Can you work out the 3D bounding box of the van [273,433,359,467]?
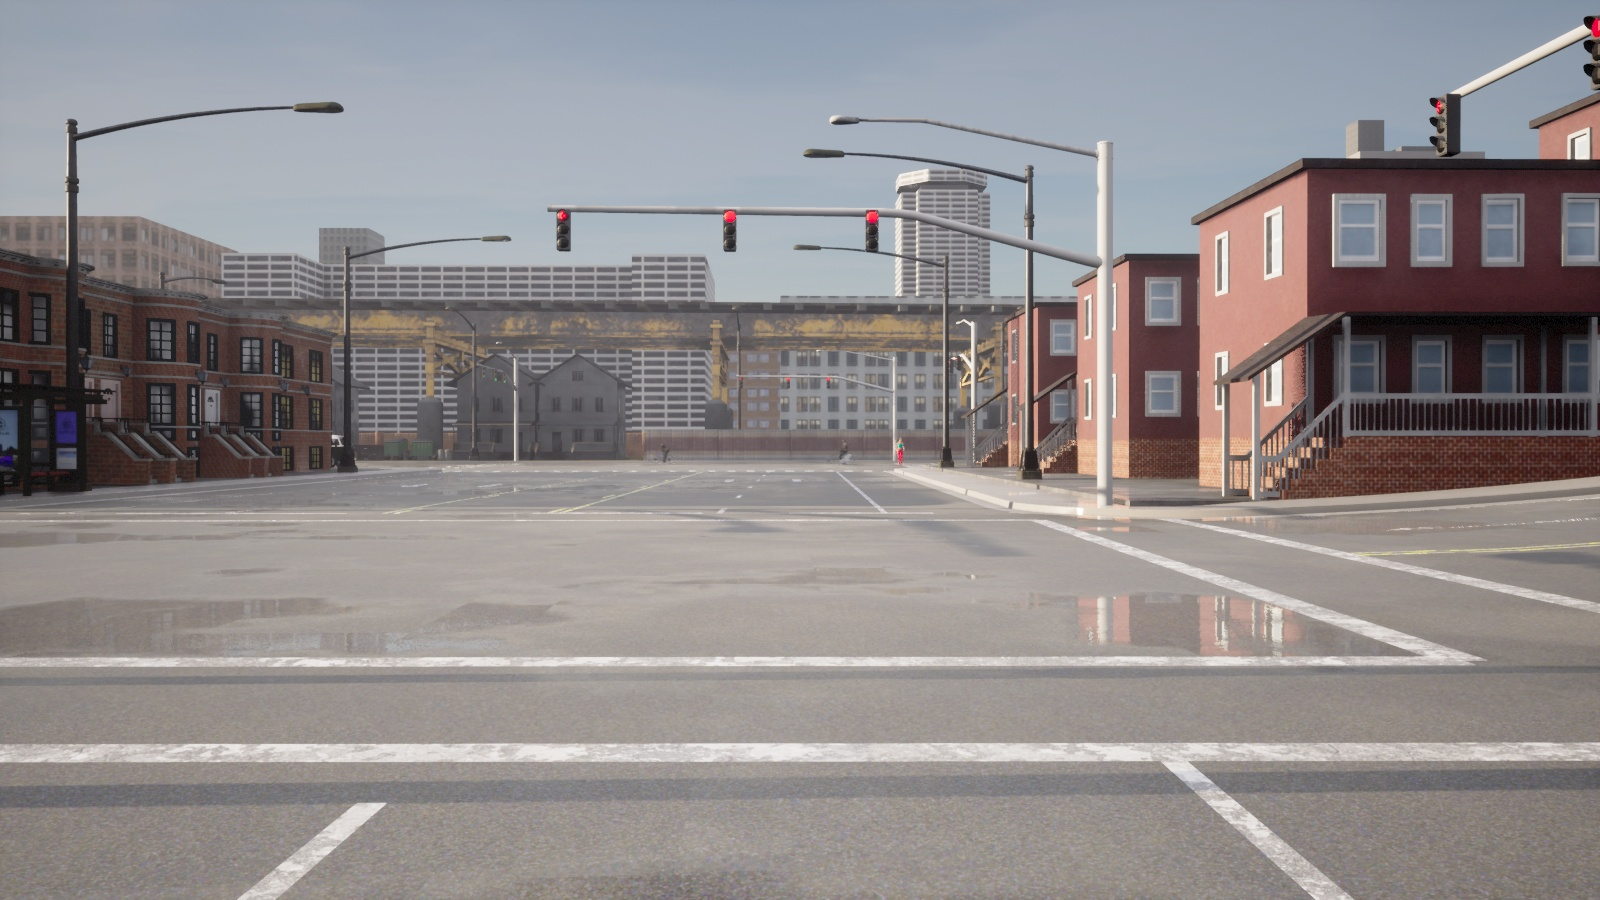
[{"bbox_3d":[-29.763,0.010,77.297,4.480,2.038,2.069,0,0,0],"label":"van"}]
